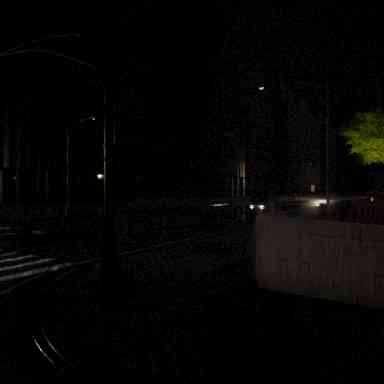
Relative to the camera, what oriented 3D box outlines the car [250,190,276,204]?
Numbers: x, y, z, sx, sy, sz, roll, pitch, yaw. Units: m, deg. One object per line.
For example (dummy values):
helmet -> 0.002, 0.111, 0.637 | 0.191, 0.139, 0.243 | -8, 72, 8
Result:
car -> 10.768, 0.702, 49.954 | 2.150, 2.045, 5.566 | 0, 1, 35
